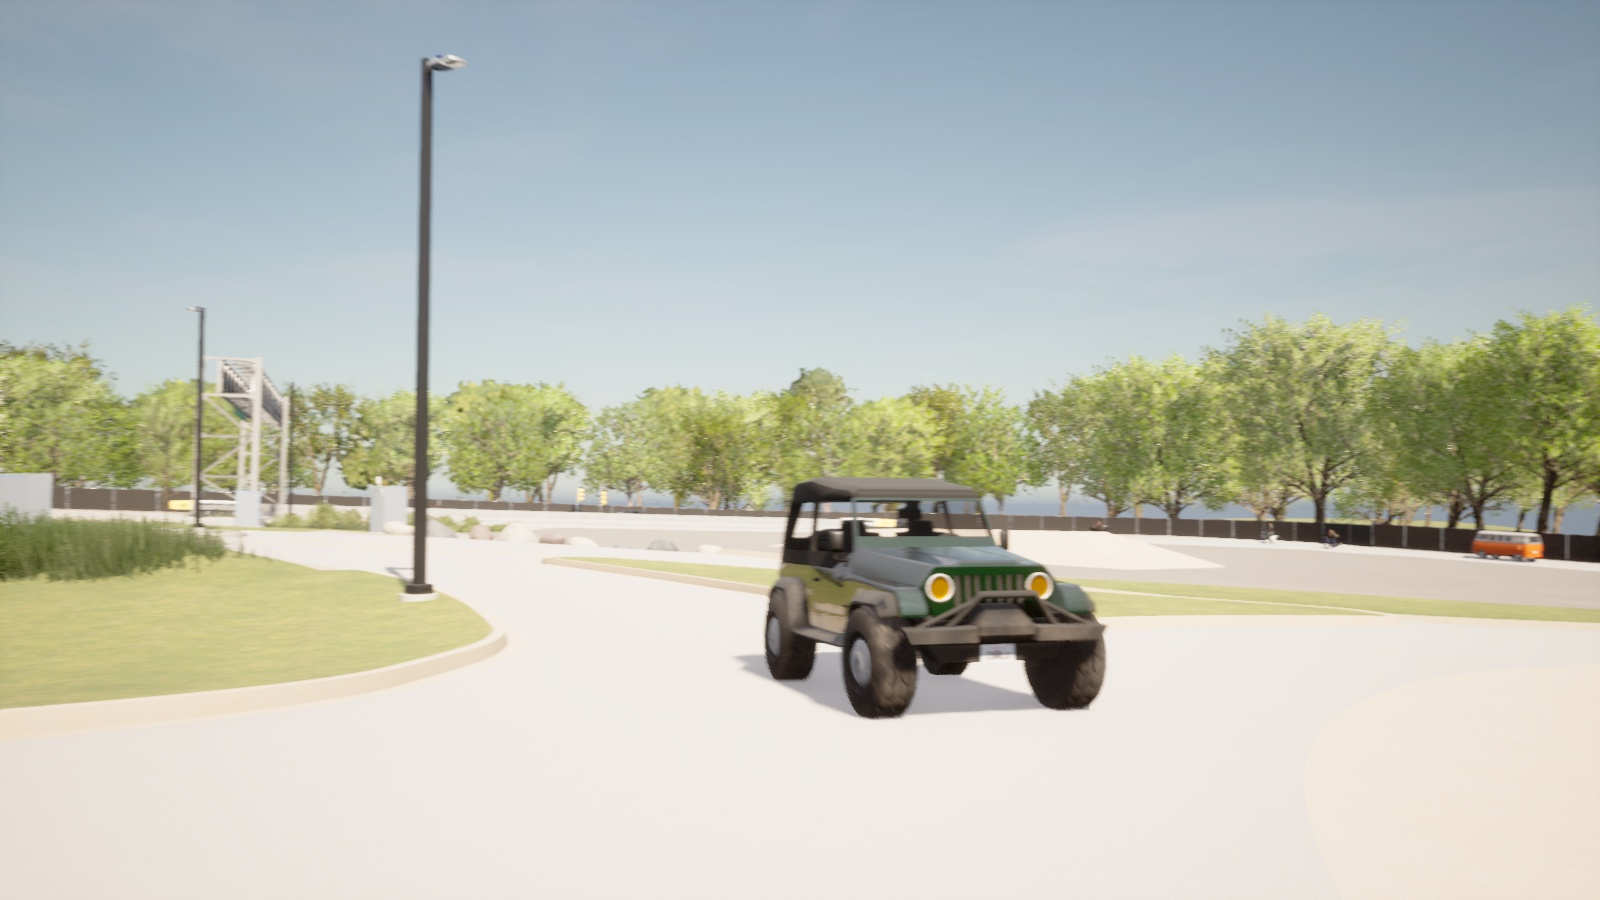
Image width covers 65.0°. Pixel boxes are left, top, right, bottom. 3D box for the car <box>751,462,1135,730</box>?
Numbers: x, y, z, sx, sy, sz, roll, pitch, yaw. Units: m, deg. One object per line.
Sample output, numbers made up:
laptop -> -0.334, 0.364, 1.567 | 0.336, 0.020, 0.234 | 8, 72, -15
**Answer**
car -> 0.998, 1.141, 10.955 | 1.905, 1.878, 3.866 | 1, -3, -17
